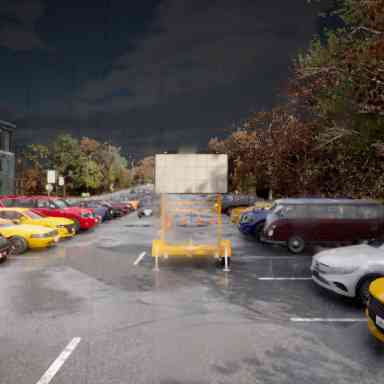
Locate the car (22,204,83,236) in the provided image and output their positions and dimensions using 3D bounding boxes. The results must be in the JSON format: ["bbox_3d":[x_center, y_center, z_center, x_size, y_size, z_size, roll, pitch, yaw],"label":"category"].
[{"bbox_3d":[-8.071,1.481,15.538,5.008,1.535,2.097,0,0,0],"label":"car"}]

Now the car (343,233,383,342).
[{"bbox_3d":[5.038,1.481,4.458,5.008,1.535,2.097,0,0,0],"label":"car"}]

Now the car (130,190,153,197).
[{"bbox_3d":[-8.147,1.014,46.180,4.553,1.767,2.185,0,2,0],"label":"car"}]

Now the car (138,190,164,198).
[{"bbox_3d":[-8.118,0.394,65.679,4.792,1.488,2.163,0,3,0],"label":"car"}]

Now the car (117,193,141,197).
[{"bbox_3d":[-8.066,1.250,35.041,4.553,1.767,2.185,0,1,0],"label":"car"}]

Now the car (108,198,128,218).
[{"bbox_3d":[-8.089,1.463,26.677,5.008,1.535,2.097,0,0,0],"label":"car"}]

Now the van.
[{"bbox_3d":[4.903,1.255,12.812,4.442,1.987,1.878,0,0,0],"label":"van"}]

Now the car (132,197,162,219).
[{"bbox_3d":[-3.547,1.458,29.052,2.128,1.511,4.902,0,0,0],"label":"car"}]

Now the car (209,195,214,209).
[{"bbox_3d":[4.797,1.369,35.236,5.366,1.575,1.946,0,1,0],"label":"car"}]

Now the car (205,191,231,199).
[{"bbox_3d":[4.939,0.533,63.112,4.674,1.452,2.002,0,3,0],"label":"car"}]

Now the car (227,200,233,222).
[{"bbox_3d":[5.000,1.480,21.291,5.008,1.535,2.097,0,0,0],"label":"car"}]

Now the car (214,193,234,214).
[{"bbox_3d":[5.020,1.189,29.656,5.566,2.045,2.435,0,1,0],"label":"car"}]

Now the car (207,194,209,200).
[{"bbox_3d":[4.959,1.134,46.386,5.008,1.535,2.097,0,2,0],"label":"car"}]

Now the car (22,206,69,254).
[{"bbox_3d":[-7.875,1.478,12.755,5.366,1.575,1.946,0,0,0],"label":"car"}]

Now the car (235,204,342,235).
[{"bbox_3d":[5.195,1.478,18.383,5.366,1.575,1.946,0,0,0],"label":"car"}]

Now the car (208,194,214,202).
[{"bbox_3d":[4.963,1.211,43.469,4.892,1.521,2.231,0,2,0],"label":"car"}]

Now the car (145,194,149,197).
[{"bbox_3d":[-8.077,1.304,40.610,4.792,1.488,2.163,0,1,0],"label":"car"}]

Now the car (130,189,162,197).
[{"bbox_3d":[-8.105,0.504,57.317,5.566,2.045,2.435,0,2,0],"label":"car"}]

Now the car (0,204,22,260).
[{"bbox_3d":[-8.088,1.356,10.096,4.553,1.767,2.185,0,0,0],"label":"car"}]

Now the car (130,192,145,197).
[{"bbox_3d":[-8.071,1.204,37.821,4.553,1.767,2.185,0,1,0],"label":"car"}]

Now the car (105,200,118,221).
[{"bbox_3d":[-8.108,1.505,23.890,4.792,1.488,2.163,0,0,0],"label":"car"}]

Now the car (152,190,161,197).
[{"bbox_3d":[-8.135,0.869,54.540,4.892,1.521,2.231,0,2,0],"label":"car"}]

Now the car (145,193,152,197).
[{"bbox_3d":[-8.140,1.241,43.397,4.792,1.488,2.163,0,1,0],"label":"car"}]

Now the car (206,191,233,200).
[{"bbox_3d":[4.970,0.660,60.203,4.792,1.488,2.163,0,3,0],"label":"car"}]

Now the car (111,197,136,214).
[{"bbox_3d":[-8.090,1.453,32.256,4.674,1.452,2.002,0,0,0],"label":"car"}]

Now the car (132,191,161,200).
[{"bbox_3d":[-8.144,0.633,60.119,5.008,1.535,2.097,0,2,0],"label":"car"}]

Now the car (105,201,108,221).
[{"bbox_3d":[-8.077,1.521,21.104,4.674,1.452,2.002,0,0,0],"label":"car"}]

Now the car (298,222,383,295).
[{"bbox_3d":[5.031,1.522,7.243,4.674,1.452,2.002,0,0,0],"label":"car"}]

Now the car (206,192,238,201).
[{"bbox_3d":[5.132,0.749,57.412,5.366,1.575,1.946,0,2,0],"label":"car"}]

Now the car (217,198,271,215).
[{"bbox_3d":[4.992,1.410,32.447,5.008,1.535,2.097,0,1,0],"label":"car"}]

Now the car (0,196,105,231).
[{"bbox_3d":[-8.041,1.229,18.321,5.566,2.045,2.435,0,0,0],"label":"car"}]

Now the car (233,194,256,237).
[{"bbox_3d":[4.986,1.230,15.598,5.566,2.045,2.435,0,0,0],"label":"car"}]

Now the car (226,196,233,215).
[{"bbox_3d":[5.032,1.349,24.076,4.553,1.767,2.185,0,0,0],"label":"car"}]

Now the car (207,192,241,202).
[{"bbox_3d":[5.136,0.862,54.619,5.366,1.575,1.946,0,2,0],"label":"car"}]

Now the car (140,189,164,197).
[{"bbox_3d":[-8.181,0.255,68.459,4.792,1.488,2.163,0,3,0],"label":"car"}]

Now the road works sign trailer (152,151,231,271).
[{"bbox_3d":[-0.018,0.466,10.893,2.380,3.560,2.880,0,0,0],"label":"road works sign trailer"}]

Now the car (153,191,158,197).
[{"bbox_3d":[-8.154,0.999,51.764,4.792,1.488,2.163,0,2,0],"label":"car"}]

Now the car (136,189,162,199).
[{"bbox_3d":[-8.112,0.377,62.889,4.553,1.767,2.185,0,3,0],"label":"car"}]
